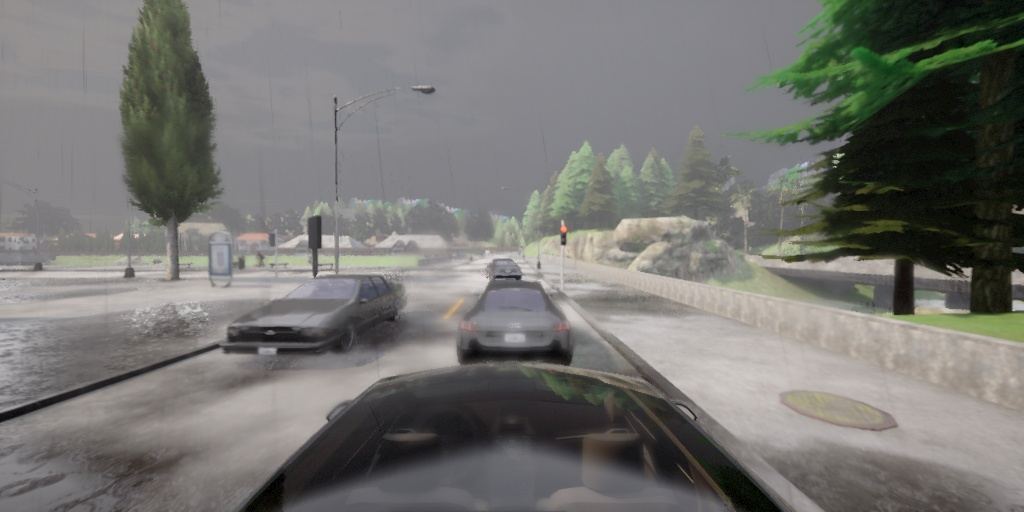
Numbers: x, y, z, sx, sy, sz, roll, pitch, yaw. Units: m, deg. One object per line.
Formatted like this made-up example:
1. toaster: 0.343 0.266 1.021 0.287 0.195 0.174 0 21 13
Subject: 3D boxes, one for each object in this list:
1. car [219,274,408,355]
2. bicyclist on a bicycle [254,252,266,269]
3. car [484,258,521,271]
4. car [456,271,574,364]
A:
1. car: -4.063 1.155 8.642 2.033 1.411 5.357 0 1 0
2. bicyclist on a bicycle: -24.105 0.428 34.358 0.582 1.620 1.656 0 1 0
3. car: -0.669 0.857 23.128 2.033 1.411 5.357 0 1 -10
4. car: 0.062 1.194 7.549 1.994 1.385 4.181 0 1 0
